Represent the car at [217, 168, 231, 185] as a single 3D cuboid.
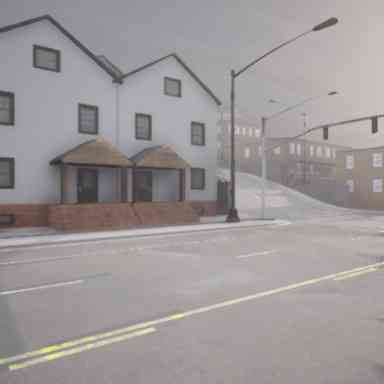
[{"bbox_3d":[3.216,-2.197,42.890,2.097,1.767,4.553,0,17,-36],"label":"car"}]
